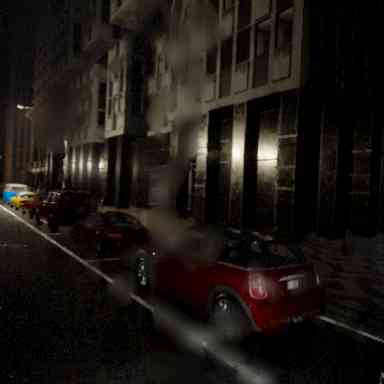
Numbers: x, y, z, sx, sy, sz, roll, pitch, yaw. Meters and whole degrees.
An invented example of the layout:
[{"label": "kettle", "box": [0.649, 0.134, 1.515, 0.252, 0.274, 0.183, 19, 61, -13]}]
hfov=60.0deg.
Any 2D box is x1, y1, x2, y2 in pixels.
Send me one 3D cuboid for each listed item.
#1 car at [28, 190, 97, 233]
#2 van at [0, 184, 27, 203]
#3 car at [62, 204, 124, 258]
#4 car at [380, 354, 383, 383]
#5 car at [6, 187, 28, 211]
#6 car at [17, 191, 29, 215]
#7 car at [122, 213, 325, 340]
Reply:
[{"label": "car", "box": [-6.012, 0.815, 15.827, 2.192, 1.841, 5.009, 2, 1, -35]}, {"label": "van", "box": [-15.685, 0.201, 29.557, 1.690, 1.788, 3.998, 2, 1, -35]}, {"label": "car", "box": [-2.801, 1.295, 11.254, 1.802, 1.307, 4.206, 2, 1, -35]}, {"label": "car", "box": [3.649, 1.693, 2.101, 2.008, 1.369, 4.403, 2, 1, -35]}, {"label": "car", "box": [-12.568, 0.592, 25.122, 1.752, 1.417, 4.829, 2, 1, -35]}, {"label": "car", "box": [-9.249, 0.868, 20.407, 1.802, 1.307, 4.206, 2, 1, -35]}, {"label": "car", "box": [0.430, 1.368, 6.676, 1.967, 1.590, 4.097, 2, 1, -35]}]
